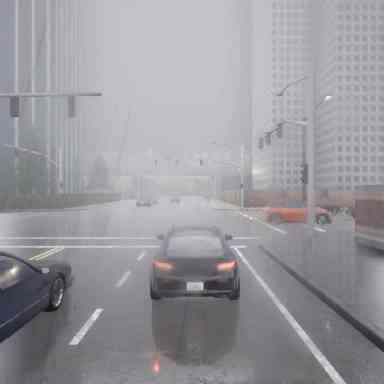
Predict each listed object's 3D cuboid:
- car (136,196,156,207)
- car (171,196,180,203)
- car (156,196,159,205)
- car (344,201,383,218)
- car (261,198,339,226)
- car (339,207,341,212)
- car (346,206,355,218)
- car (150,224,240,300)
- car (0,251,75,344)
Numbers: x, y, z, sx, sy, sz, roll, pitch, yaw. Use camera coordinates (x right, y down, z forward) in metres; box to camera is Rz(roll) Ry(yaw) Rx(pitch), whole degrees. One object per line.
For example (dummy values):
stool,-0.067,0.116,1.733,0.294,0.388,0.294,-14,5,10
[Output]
car,-7.158,1.491,50.214,2.128,1.511,4.902,0,0,0
car,-3.488,1.547,69.591,2.033,1.411,5.357,0,0,0
car,-7.145,1.491,60.276,2.128,1.511,4.902,0,0,0
car,16.846,1.547,29.953,5.357,1.411,2.033,0,0,0
car,7.125,1.352,22.752,4.553,1.767,2.097,0,0,-1
car,12.371,1.352,33.470,4.553,1.767,2.097,0,0,0
car,14.803,1.526,26.259,4.674,1.442,1.812,0,0,0
car,0.067,1.526,8.262,1.812,1.442,4.674,0,0,0
car,-3.447,1.547,4.665,2.033,1.411,5.357,0,0,0
